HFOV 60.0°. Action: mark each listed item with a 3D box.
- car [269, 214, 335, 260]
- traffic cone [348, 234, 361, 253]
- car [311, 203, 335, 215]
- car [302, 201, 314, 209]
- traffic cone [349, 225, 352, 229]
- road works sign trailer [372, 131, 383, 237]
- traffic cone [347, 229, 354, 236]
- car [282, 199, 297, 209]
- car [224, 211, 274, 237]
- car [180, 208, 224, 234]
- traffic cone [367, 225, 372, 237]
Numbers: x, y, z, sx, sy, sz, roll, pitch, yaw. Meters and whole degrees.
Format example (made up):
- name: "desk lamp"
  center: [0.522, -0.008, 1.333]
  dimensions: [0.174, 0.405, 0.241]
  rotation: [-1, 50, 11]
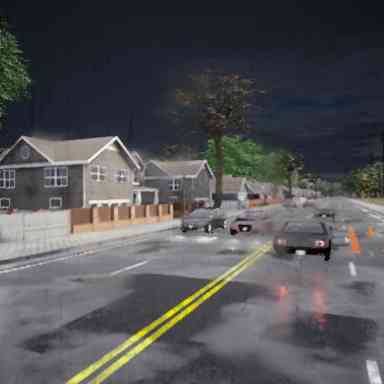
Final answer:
- name: "car"
  center: [4.517, 1.748, 13.129]
  dimensions: [1.895, 1.301, 4.718]
  rotation: [-1, -1, 24]
- name: "traffic cone"
  center: [6.463, 2.086, 13.153]
  dimensions: [0.340, 0.580, 0.340]
  rotation: [-1, -1, 24]
- name: "car"
  center: [13.147, 1.959, 32.889]
  dimensions: [1.895, 1.301, 4.718]
  rotation: [-1, -1, 24]
- name: "car"
  center: [20.154, 2.211, 57.386]
  dimensions: [2.033, 1.411, 5.357]
  rotation: [-1, -1, 24]
- name: "traffic cone"
  center: [8.064, 2.125, 16.819]
  dimensions: [0.340, 0.580, 0.340]
  rotation: [-1, -1, 24]
- name: "road works sign trailer"
  center: [4.914, 0.509, 6.207]
  dimensions: [2.380, 3.560, 2.880]
  rotation: [-1, -1, 24]
- name: "traffic cone"
  center: [7.263, 2.106, 14.986]
  dimensions: [0.340, 0.580, 0.340]
  rotation: [-1, -1, 24]
- name: "car"
  center: [17.360, 2.066, 59.132]
  dimensions: [2.097, 1.767, 4.553]
  rotation: [-1, -1, 24]
- name: "car"
  center: [3.627, 1.815, 19.716]
  dimensions: [1.994, 1.385, 4.181]
  rotation: [-1, -1, 24]
- name: "car"
  center: [0.870, 1.806, 21.525]
  dimensions: [1.837, 1.490, 4.892]
  rotation: [-1, -1, 24]
- name: "traffic cone"
  center: [9.780, 2.131, 18.251]
  dimensions: [0.340, 0.580, 0.340]
  rotation: [-1, -1, 24]
